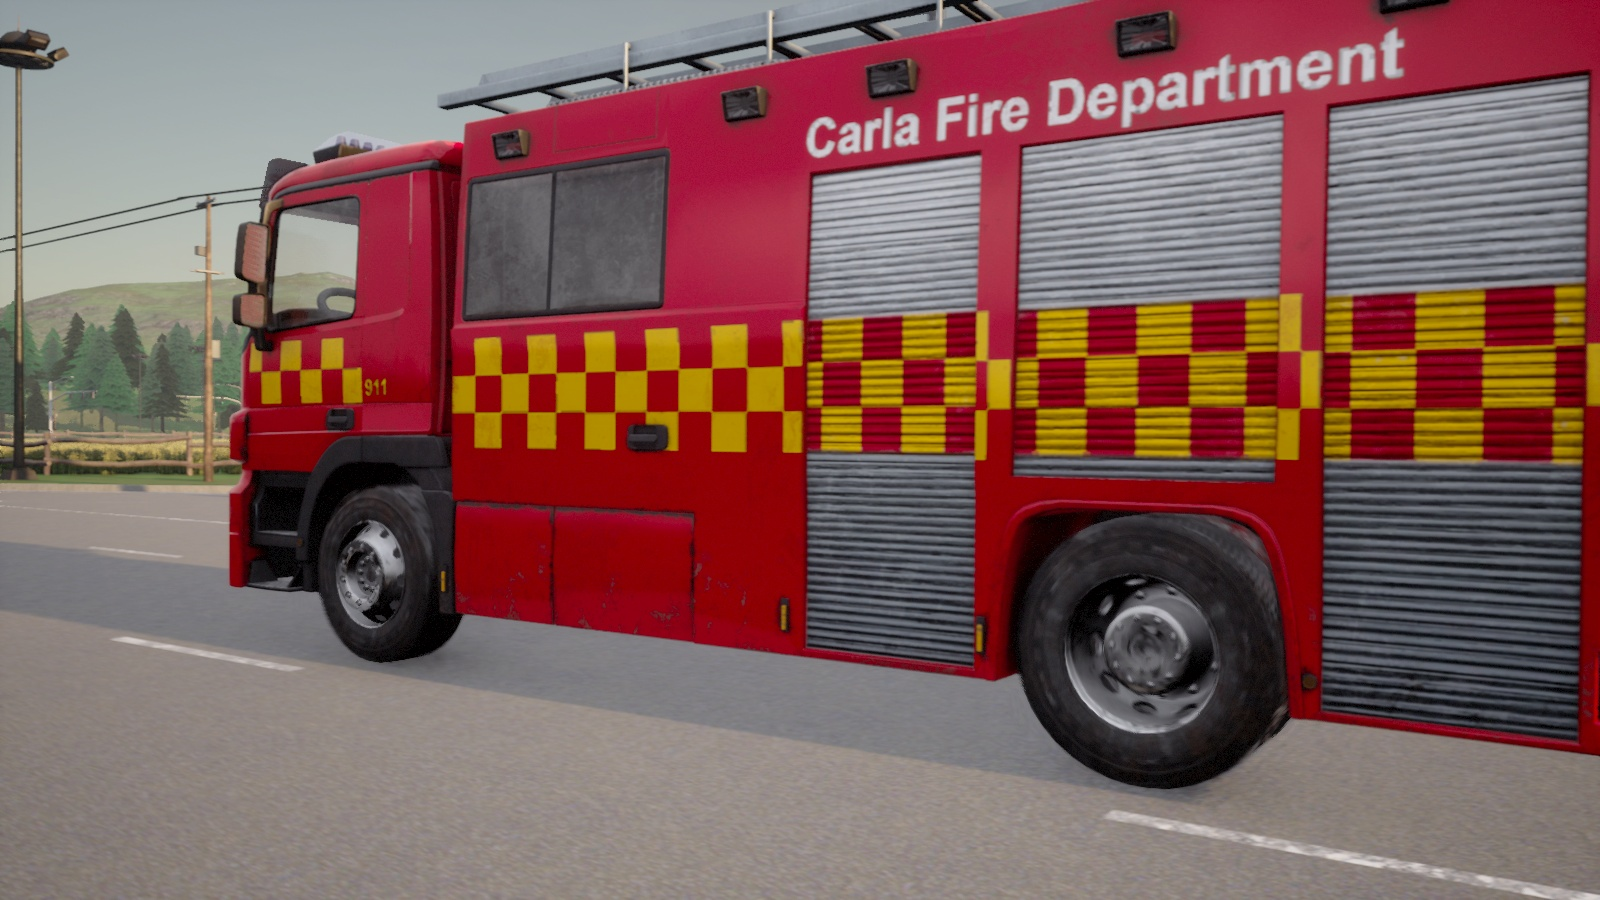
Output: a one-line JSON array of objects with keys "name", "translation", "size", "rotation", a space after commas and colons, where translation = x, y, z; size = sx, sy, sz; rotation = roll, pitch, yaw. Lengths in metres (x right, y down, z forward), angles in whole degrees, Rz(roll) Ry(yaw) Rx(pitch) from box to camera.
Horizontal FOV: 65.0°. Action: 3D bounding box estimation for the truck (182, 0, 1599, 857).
[{"name": "truck", "translation": [-0.067, -0.525, 7.847], "size": [8.468, 3.827, 2.891], "rotation": [0, 1, 34]}]
